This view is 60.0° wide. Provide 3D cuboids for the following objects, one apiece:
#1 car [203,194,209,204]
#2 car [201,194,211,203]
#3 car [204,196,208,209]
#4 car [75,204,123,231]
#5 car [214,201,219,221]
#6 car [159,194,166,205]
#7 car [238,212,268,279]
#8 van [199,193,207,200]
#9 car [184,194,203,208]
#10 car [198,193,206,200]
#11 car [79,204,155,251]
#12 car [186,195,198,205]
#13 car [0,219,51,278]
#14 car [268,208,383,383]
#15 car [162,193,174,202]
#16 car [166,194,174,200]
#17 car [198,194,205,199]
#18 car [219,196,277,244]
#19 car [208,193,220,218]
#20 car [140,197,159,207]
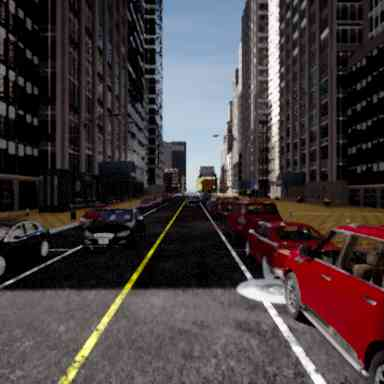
[{"bbox_3d":[2.704,1.396,43.197,1.752,1.417,4.829,0,0,0],"label":"car"},{"bbox_3d":[2.709,1.244,65.184,1.967,1.590,4.097,0,0,0],"label":"car"},{"bbox_3d":[2.703,1.439,37.488,2.008,1.369,4.403,0,0,0],"label":"car"},{"bbox_3d":[-5.681,1.521,20.872,1.802,1.307,4.206,0,0,0],"label":"car"},{"bbox_3d":[2.699,1.504,20.871,1.947,1.339,4.313,0,0,0],"label":"car"},{"bbox_3d":[-5.674,1.421,54.107,1.802,1.307,4.206,0,0,0],"label":"car"},{"bbox_3d":[2.697,1.516,9.791,1.887,1.381,4.507,0,0,0],"label":"car"},{"bbox_3d":[2.712,1.093,81.801,1.690,1.788,3.998,0,0,0],"label":"van"},{"bbox_3d":[0.011,1.355,45.795,2.128,1.511,4.902,0,0,0],"label":"car"},{"bbox_3d":[2.713,1.175,87.341,1.967,1.590,4.097,0,0,0],"label":"car"},{"bbox_3d":[-3.058,1.452,14.000,2.128,1.511,4.902,0,0,0],"label":"car"},{"bbox_3d":[0.013,1.336,56.217,1.837,1.490,4.892,0,0,0],"label":"car"},{"bbox_3d":[-5.684,1.522,9.792,2.008,1.369,4.403,0,0,0],"label":"car"},{"bbox_3d":[2.697,1.302,4.251,2.192,1.841,5.009,0,0,0],"label":"car"},{"bbox_3d":[-5.670,1.102,70.724,2.192,1.841,5.009,0,0,0],"label":"car"},{"bbox_3d":[-5.668,1.280,87.343,1.887,1.381,4.507,0,0,0],"label":"car"},{"bbox_3d":[2.714,1.243,93.050,1.752,1.417,4.829,0,0,0],"label":"car"},{"bbox_3d":[2.699,1.270,15.331,2.192,1.841,5.009,0,0,0],"label":"car"},{"bbox_3d":[2.702,1.236,26.409,2.192,1.841,5.009,0,0,0],"label":"car"},{"bbox_3d":[-5.677,1.454,43.029,1.802,1.307,4.206,0,0,0],"label":"car"}]
